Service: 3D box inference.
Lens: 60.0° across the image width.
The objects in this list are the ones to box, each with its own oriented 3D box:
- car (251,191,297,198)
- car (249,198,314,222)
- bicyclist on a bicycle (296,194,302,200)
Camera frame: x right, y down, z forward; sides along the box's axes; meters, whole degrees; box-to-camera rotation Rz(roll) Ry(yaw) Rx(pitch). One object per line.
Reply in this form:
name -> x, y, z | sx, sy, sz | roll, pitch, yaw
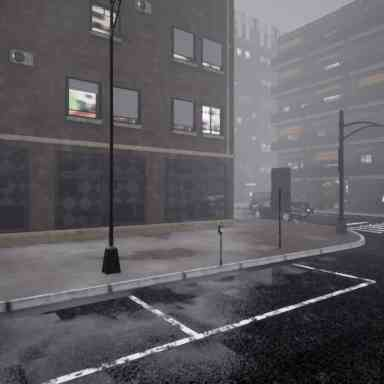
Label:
car -> 7.170, 0.988, 27.322 | 2.150, 2.045, 5.566 | 0, 1, -36
car -> 6.262, 1.342, 24.181 | 2.008, 1.369, 4.403 | 1, 0, -36
bicyclist on a bicycle -> 11.522, 1.011, 36.196 | 1.656, 1.620, 0.582 | 0, 1, -36
